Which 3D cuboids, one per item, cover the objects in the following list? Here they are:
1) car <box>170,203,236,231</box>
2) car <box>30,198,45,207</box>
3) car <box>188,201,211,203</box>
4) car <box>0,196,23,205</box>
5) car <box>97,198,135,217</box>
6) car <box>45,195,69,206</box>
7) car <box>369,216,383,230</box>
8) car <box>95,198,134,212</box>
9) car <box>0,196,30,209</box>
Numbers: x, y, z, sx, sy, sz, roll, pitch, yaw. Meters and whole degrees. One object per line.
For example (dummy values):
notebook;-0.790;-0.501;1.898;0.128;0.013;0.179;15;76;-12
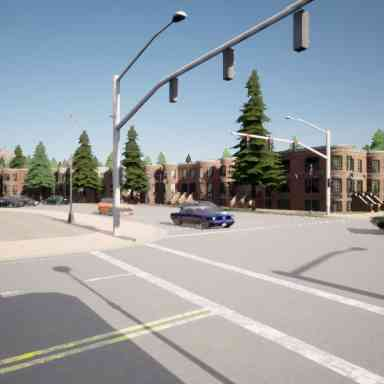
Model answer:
car;0.581;1.601;21.146;1.895;1.301;4.718;0;0;-36
car;-25.169;1.492;49.862;4.902;1.511;2.128;0;0;21
car;0.863;1.492;26.675;2.128;1.511;4.902;0;0;-37
car;-32.908;1.492;58.970;4.902;1.511;2.128;0;0;9
car;-7.276;1.352;31.696;2.097;1.767;4.553;0;0;-38
car;-23.225;1.352;56.500;4.553;1.767;2.097;0;0;21
car;12.168;1.601;17.614;4.718;1.301;1.895;0;0;16
car;-9.235;1.493;39.380;4.902;1.511;2.128;0;0;44
car;-25.415;1.506;46.175;4.892;1.490;1.837;0;0;22
